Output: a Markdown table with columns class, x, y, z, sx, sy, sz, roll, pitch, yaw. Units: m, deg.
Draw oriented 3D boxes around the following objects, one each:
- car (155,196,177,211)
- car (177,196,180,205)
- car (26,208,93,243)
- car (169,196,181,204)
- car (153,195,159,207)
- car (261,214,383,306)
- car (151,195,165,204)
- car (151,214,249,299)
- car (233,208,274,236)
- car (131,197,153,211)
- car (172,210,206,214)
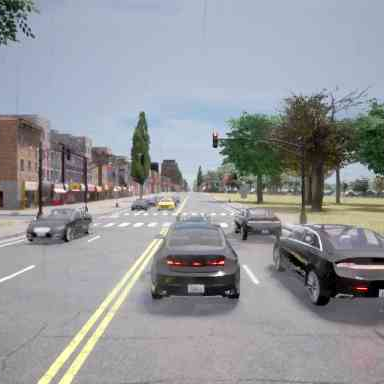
| class | x | y | z | sx | sy | sz | roll | pitch | yaw |
| --- | --- | --- | --- | --- | --- | --- | --- | --- | --- |
| car | -3.357 | 1.588 | 43.704 | 1.882 | 1.535 | 5.008 | 0 | 0 | 1 |
| car | -3.352 | 1.607 | 53.617 | 1.994 | 1.385 | 4.181 | 0 | 0 | 0 |
| car | -6.460 | 1.574 | 16.782 | 2.128 | 1.511 | 4.902 | 0 | 0 | 1 |
| car | -3.301 | 1.483 | 65.637 | 2.033 | 1.411 | 5.357 | 0 | 1 | 0 |
| car | -6.605 | 1.591 | 53.489 | 2.033 | 1.411 | 5.357 | 0 | 0 | 0 |
| car | 3.328 | 1.515 | 8.065 | 2.128 | 1.511 | 4.902 | 0 | 0 | 0 |
| car | -6.555 | 1.435 | 64.783 | 2.128 | 1.511 | 4.902 | 0 | 0 | 0 |
| car | 0.080 | 1.531 | 8.506 | 1.837 | 1.490 | 4.892 | 0 | 0 | 0 |
| car | 3.294 | 1.577 | 17.275 | 2.128 | 1.511 | 4.902 | 0 | 0 | 0 |
| car | -6.609 | 1.677 | 43.124 | 1.994 | 1.385 | 4.181 | 0 | 0 | 0 |
| car | 0.048 | 1.690 | 17.811 | 1.895 | 1.301 | 4.718 | 0 | 0 | 0 |
